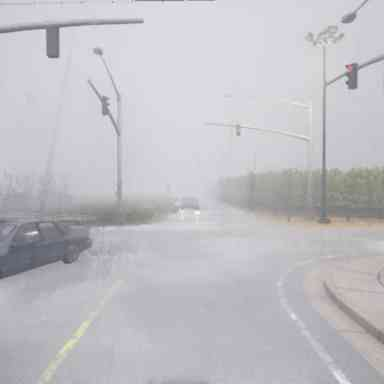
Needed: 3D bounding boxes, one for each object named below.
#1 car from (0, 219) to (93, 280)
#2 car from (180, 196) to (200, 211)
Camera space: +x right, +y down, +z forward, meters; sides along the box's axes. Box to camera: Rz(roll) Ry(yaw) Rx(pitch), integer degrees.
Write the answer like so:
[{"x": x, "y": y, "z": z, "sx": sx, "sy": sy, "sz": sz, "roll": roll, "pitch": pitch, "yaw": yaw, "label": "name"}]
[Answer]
[{"x": -4.770, "y": 1.453, "z": 8.905, "sx": 2.033, "sy": 1.411, "sz": 5.357, "roll": 0, "pitch": 0, "yaw": 15, "label": "car"}, {"x": -0.244, "y": 1.122, "z": 34.202, "sx": 1.812, "sy": 1.442, "sz": 4.674, "roll": 0, "pitch": 2, "yaw": -3, "label": "car"}]
